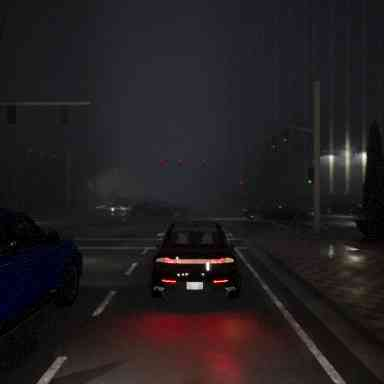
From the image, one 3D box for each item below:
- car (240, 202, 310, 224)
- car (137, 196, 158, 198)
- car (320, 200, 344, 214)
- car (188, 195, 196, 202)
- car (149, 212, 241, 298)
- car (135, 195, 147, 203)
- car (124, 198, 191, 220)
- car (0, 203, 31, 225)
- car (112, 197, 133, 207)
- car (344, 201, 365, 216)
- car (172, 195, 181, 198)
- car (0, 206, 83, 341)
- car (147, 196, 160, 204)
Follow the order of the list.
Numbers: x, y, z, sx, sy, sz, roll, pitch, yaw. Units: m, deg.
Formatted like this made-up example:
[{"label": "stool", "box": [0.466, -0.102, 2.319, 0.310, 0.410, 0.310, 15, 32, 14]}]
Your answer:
[{"label": "car", "box": [5.990, 1.491, 24.094, 4.902, 1.511, 2.128, 0, 0, -1]}, {"label": "car", "box": [-7.178, 1.505, 53.999, 1.837, 1.490, 4.892, 0, 0, 0]}, {"label": "car", "box": [15.234, 1.564, 34.904, 4.181, 1.385, 1.994, 0, 0, -1]}, {"label": "car", "box": [-0.128, 1.429, 75.523, 1.837, 1.490, 4.892, 0, 0, 0]}, {"label": "car", "box": [0.079, 1.492, 8.477, 2.128, 1.511, 4.902, 0, 0, 1]}, {"label": "car", "box": [-10.618, 1.477, 69.782, 1.882, 1.535, 5.008, 0, 0, 0]}, {"label": "car", "box": [-2.725, 1.491, 27.491, 4.902, 1.511, 2.128, 0, 0, -1]}, {"label": "car", "box": [-14.746, 1.548, 23.849, 5.357, 1.411, 2.033, 0, 0, -1]}, {"label": "car", "box": [-10.683, 1.526, 50.231, 1.812, 1.442, 4.674, 0, 0, 0]}, {"label": "car", "box": [17.482, 1.505, 31.430, 4.892, 1.490, 1.837, 0, 0, -1]}, {"label": "car", "box": [-3.629, 1.339, 76.057, 1.812, 1.442, 4.674, 0, 0, 0]}, {"label": "car", "box": [-3.450, 1.221, 4.845, 2.150, 2.045, 5.566, 0, 0, 1]}, {"label": "car", "box": [-7.164, 1.564, 62.908, 1.994, 1.385, 4.181, 0, 0, 0]}]
